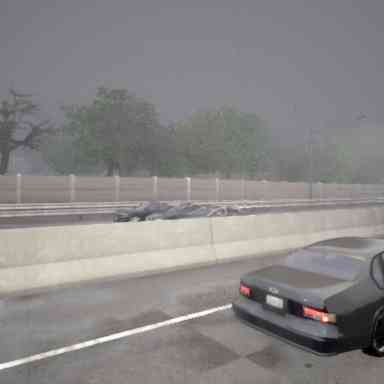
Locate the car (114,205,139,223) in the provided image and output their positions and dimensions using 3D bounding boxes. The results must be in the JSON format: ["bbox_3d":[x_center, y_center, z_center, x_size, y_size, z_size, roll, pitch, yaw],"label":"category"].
[{"bbox_3d":[-2.957,1.469,23.344,5.008,1.535,1.882,0,0,-36],"label":"car"}]

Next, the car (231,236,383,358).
[{"bbox_3d":[3.179,1.544,6.008,5.357,1.411,2.033,0,0,-35],"label":"car"}]

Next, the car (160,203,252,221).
[{"bbox_3d":[1.119,1.484,17.664,4.902,1.511,2.128,0,0,-35],"label":"car"}]

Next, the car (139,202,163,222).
[{"bbox_3d":[-0.538,1.496,20.779,4.892,1.490,1.837,0,0,-35],"label":"car"}]
